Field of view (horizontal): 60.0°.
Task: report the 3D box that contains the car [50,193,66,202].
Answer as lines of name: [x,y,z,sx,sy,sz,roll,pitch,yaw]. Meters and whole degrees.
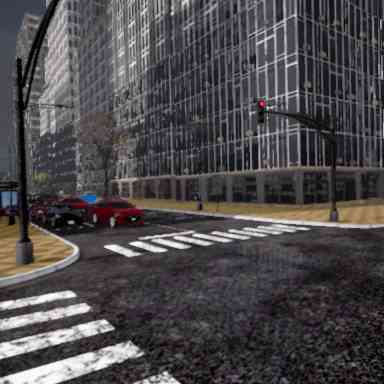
car: [-23.825,0.954,59.144,1.802,1.307,4.206,-2,1,-34]

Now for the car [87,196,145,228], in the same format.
car: [-4.719,1.259,20.915,1.882,1.535,5.008,-2,2,-34]

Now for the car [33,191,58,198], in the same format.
car: [-15.821,1.032,37.139,2.097,1.767,4.553,-2,2,-35]

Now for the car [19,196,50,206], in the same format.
car: [-14.751,1.359,30.927,1.947,1.339,4.313,-2,1,-34]

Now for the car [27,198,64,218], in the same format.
car: [-11.592,1.406,26.203,1.802,1.307,4.206,-2,1,-34]

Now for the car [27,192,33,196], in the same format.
car: [-36.655,0.796,77.912,2.008,1.369,4.403,-2,1,-34]

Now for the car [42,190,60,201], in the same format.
car: [-27.037,0.656,63.831,2.192,1.841,5.009,-2,1,-34]

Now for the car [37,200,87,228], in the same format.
car: [-8.399,1.420,21.498,1.947,1.339,4.313,-2,1,-34]

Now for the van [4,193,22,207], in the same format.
van: [-24.331,1.043,45.029,1.690,1.788,3.998,-2,1,-34]

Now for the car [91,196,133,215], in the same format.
car: [-7.491,1.177,30.658,2.033,1.411,5.357,-2,2,-34]

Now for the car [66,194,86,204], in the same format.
car: [-17.411,1.017,49.758,1.802,1.307,4.206,-2,1,-34]

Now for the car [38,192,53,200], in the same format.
car: [-30.242,0.749,68.525,1.967,1.590,4.097,-2,1,-34]

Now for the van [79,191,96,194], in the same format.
van: [-14.208,0.807,45.062,1.690,1.788,3.998,-2,1,-34]

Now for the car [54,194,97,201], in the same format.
car: [-10.142,1.209,28.850,1.882,1.535,5.008,-2,2,-34]
